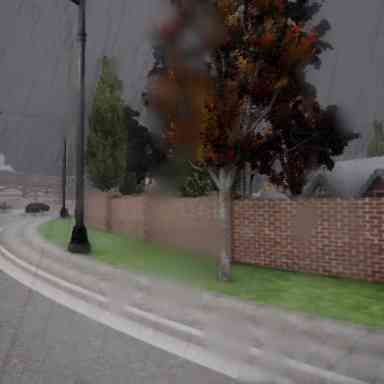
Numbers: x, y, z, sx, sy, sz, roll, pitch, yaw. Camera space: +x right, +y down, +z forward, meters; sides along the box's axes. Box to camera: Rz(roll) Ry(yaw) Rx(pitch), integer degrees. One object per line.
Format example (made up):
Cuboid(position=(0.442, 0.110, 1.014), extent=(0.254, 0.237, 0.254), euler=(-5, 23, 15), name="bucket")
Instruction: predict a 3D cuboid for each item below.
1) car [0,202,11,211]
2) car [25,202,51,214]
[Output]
Cuboid(position=(-32.126, 2.440, 55.345), extent=(1.837, 1.490, 4.892), euler=(-1, -2, 2), name="car")
Cuboid(position=(-21.822, 2.255, 47.270), extent=(1.837, 1.490, 4.892), euler=(-2, -1, 0), name="car")
